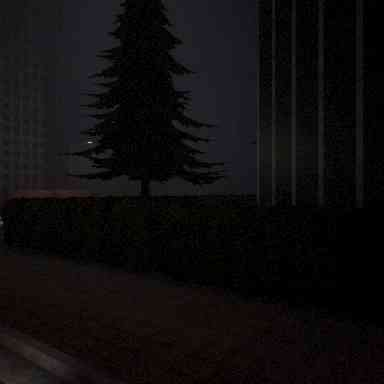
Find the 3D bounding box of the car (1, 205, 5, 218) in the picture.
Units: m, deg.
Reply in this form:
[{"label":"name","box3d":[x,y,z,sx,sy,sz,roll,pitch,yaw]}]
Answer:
[{"label":"car","box3d":[-13.066,1.560,28.373,1.837,1.490,4.892,0,0,36]}]
